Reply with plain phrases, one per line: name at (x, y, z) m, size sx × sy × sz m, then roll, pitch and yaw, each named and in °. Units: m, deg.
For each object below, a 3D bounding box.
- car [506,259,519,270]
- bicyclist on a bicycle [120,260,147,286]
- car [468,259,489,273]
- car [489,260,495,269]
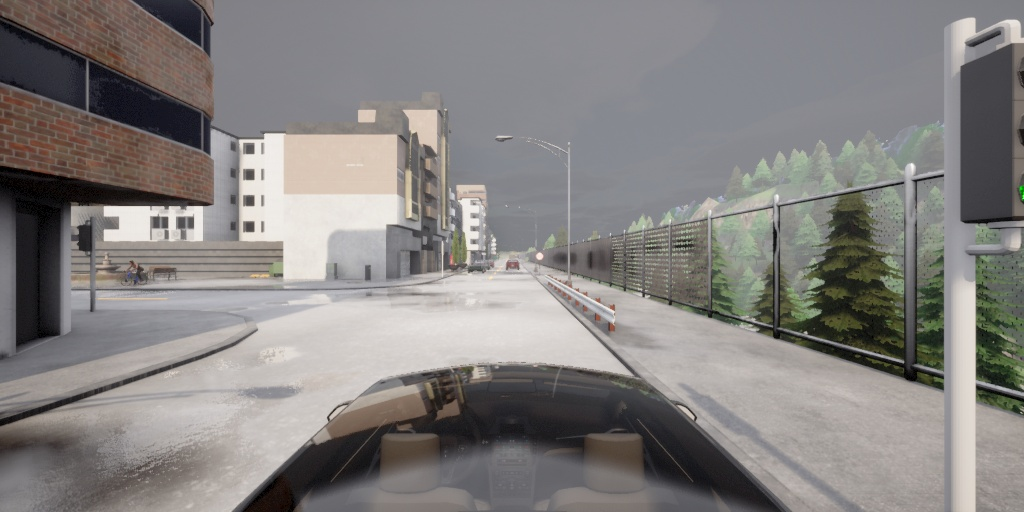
car at (0.105, 1.233, 54.397) m, size 1.882 × 1.535 × 5.008 m, roll 0°, pitch 0°, yaw 0°
bicyclist on a bicycle at (-24.281, 1.101, 23.052) m, size 0.582 × 1.620 × 1.656 m, roll 0°, pitch 0°, yaw 0°
car at (-4.093, 1.355, 42.402) m, size 1.895 × 1.301 × 4.718 m, roll 0°, pitch 0°, yaw 0°
car at (-4.087, 1.247, 51.751) m, size 2.128 × 1.511 × 4.902 m, roll 0°, pitch 0°, yaw 0°
